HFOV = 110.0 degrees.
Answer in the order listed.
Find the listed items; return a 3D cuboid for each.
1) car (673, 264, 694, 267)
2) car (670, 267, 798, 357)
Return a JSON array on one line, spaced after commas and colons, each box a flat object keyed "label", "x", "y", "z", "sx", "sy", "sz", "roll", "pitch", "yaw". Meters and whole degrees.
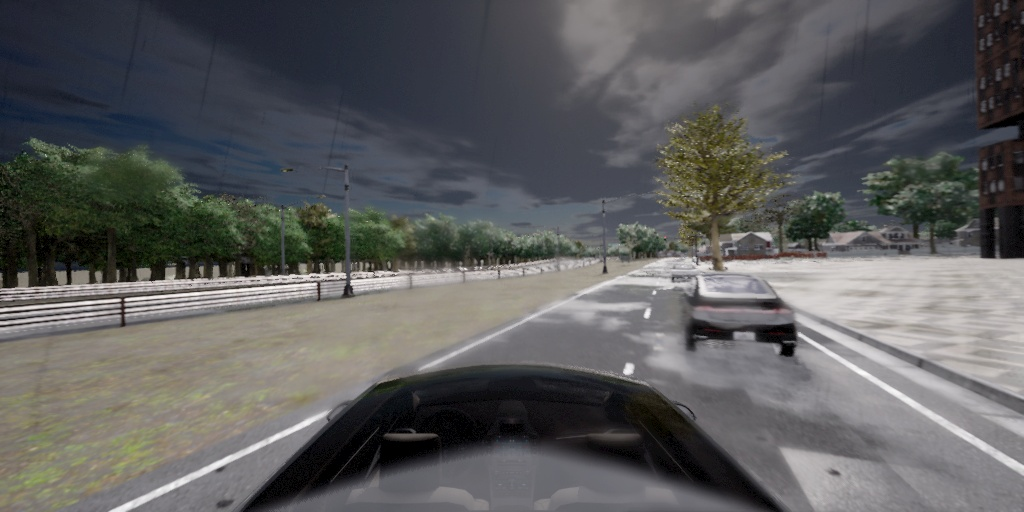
[{"label": "car", "x": 13.717, "y": 1.277, "z": 28.735, "sx": 1.895, "sy": 1.301, "sz": 4.718, "roll": -1, "pitch": -1, "yaw": 23}, {"label": "car", "x": 4.949, "y": 1.161, "z": 8.388, "sx": 2.128, "sy": 1.511, "sz": 4.902, "roll": -1, "pitch": 0, "yaw": 23}]
